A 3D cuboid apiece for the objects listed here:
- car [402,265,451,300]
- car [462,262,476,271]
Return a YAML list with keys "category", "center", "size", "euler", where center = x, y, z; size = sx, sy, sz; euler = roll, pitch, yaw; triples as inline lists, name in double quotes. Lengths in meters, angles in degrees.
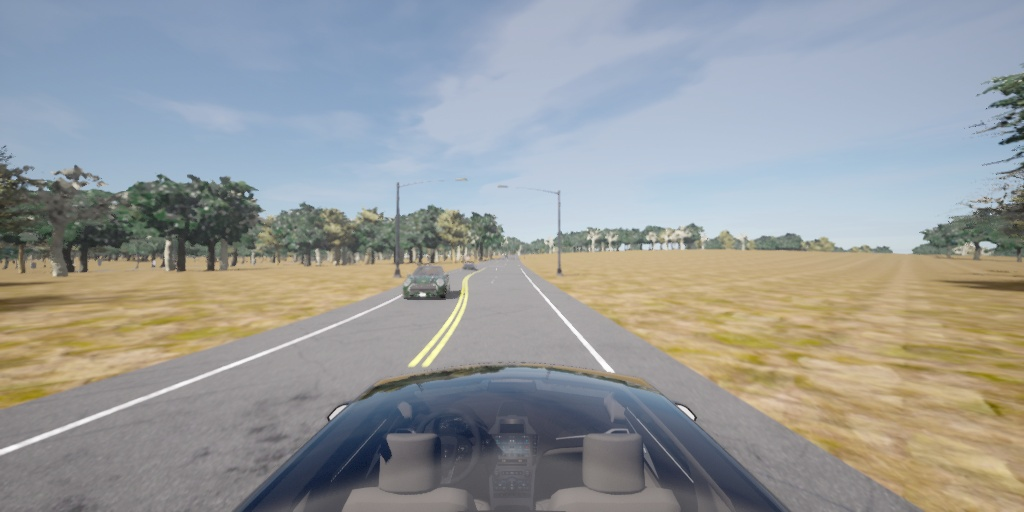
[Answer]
- category: "car"
  center: [-4.482, 1.299, 19.336]
  size: [2.097, 1.767, 4.553]
  euler: [0, -1, -6]
- category: "car"
  center: [-7.080, 1.737, 59.595]
  size: [1.994, 1.385, 4.181]
  euler: [0, 0, 0]
